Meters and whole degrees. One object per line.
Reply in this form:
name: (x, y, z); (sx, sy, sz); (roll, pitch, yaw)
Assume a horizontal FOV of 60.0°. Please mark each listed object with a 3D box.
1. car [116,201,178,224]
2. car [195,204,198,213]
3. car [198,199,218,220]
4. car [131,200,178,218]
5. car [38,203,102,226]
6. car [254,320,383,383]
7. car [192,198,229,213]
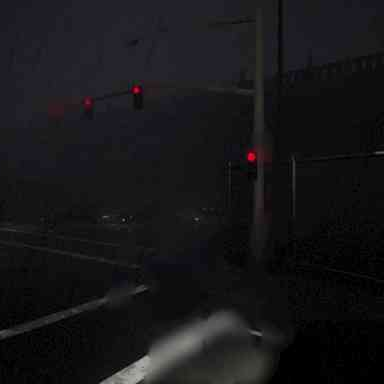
car: (-3.334, 1.603, 25.811); (2.033, 1.411, 5.357); (0, 0, 35)
car: (2.501, 1.603, 34.021); (2.033, 1.411, 5.357); (0, 0, 35)
car: (2.846, 1.407, 28.130); (2.097, 1.767, 4.553); (0, 0, 35)
car: (-3.447, 1.581, 31.684); (1.812, 1.442, 4.674); (0, 0, 36)
car: (-8.737, 1.581, 24.284); (1.812, 1.442, 4.674); (0, 0, 37)
car: (3.007, 1.547, 1.823); (5.357, 1.411, 2.033); (0, 0, 36)
car: (2.332, 1.547, 39.822); (2.128, 1.511, 4.902); (0, 0, 35)
